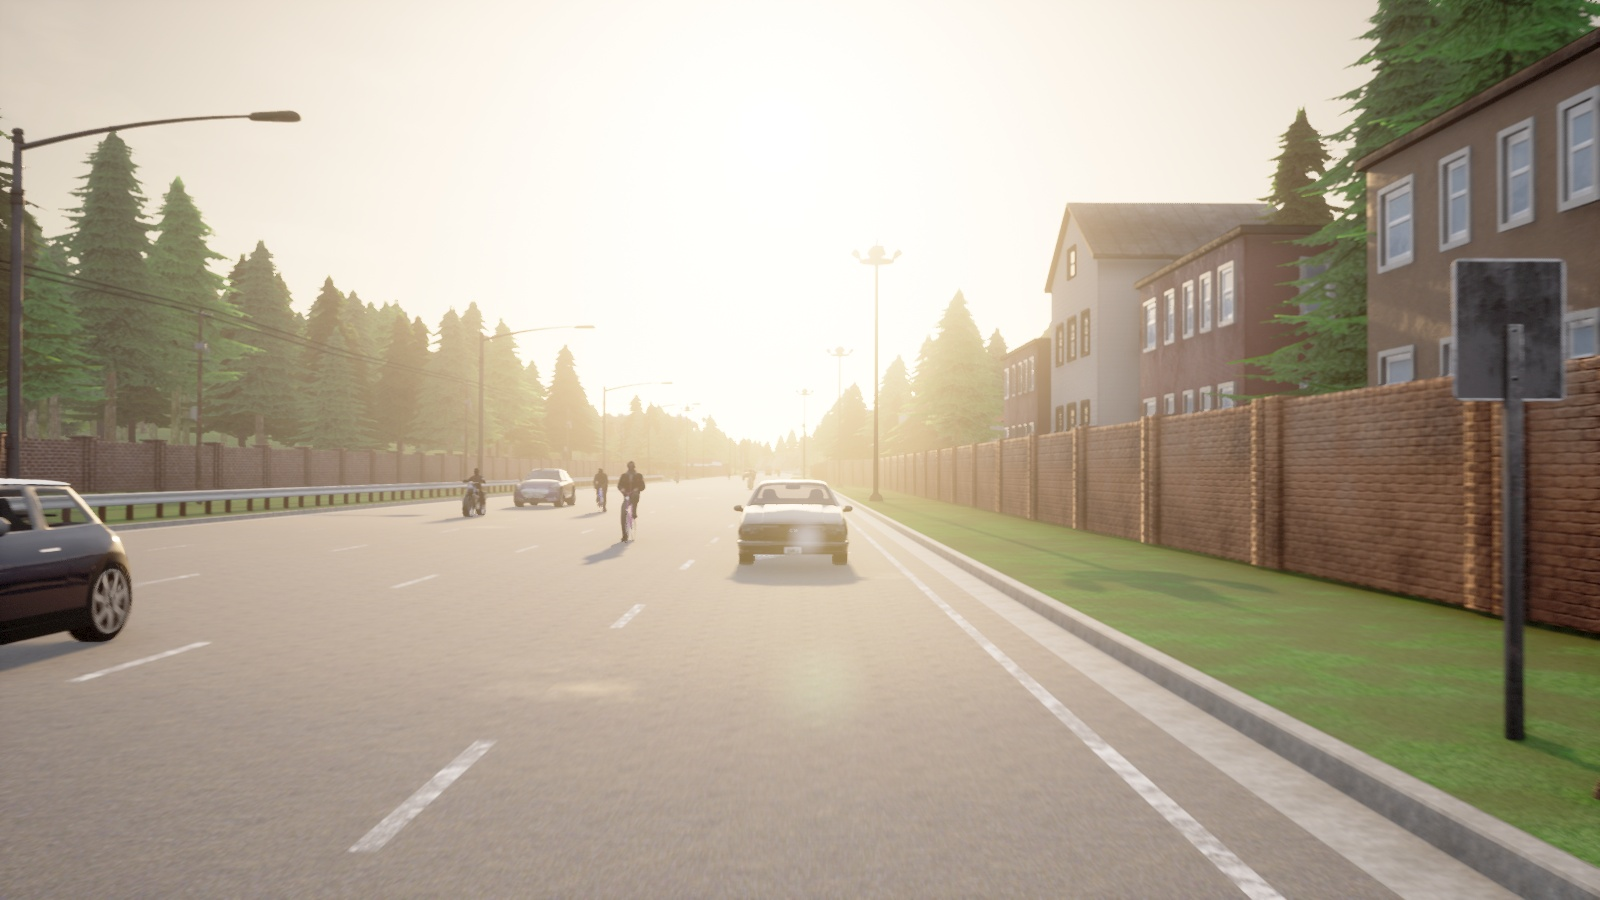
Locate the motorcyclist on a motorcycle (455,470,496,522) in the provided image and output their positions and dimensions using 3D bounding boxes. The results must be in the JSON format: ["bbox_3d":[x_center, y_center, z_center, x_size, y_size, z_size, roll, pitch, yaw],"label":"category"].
[{"bbox_3d":[-10.685,1.488,41.404,0.766,1.649,2.350,0,-1,0],"label":"motorcyclist on a motorcycle"}]

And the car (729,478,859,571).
[{"bbox_3d":[-0.101,1.232,22.377,2.033,1.411,5.357,0,-1,0],"label":"car"}]

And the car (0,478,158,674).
[{"bbox_3d":[-7.047,0.971,9.959,1.970,1.475,3.806,0,-1,0],"label":"car"}]

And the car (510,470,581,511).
[{"bbox_3d":[-10.738,1.665,53.360,2.033,1.649,4.856,0,-1,0],"label":"car"}]

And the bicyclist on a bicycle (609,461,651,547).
[{"bbox_3d":[-3.622,1.143,26.929,0.659,1.776,1.843,0,-1,0],"label":"bicyclist on a bicycle"}]
